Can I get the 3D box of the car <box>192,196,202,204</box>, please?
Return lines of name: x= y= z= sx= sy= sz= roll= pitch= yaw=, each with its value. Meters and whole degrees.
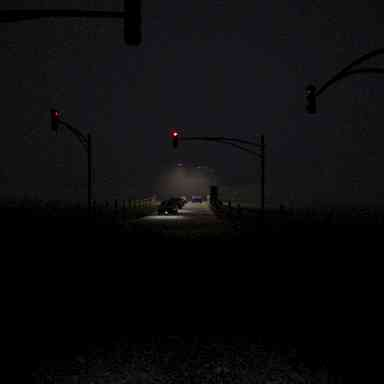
car: x=1.029 y=1.495 z=65.906 sx=1.882 sy=1.535 sz=5.008 roll=0 pitch=0 yaw=1

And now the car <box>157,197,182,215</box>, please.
car: x=-2.402 y=1.553 z=34.169 sx=2.033 sy=1.411 sz=5.357 roll=0 pitch=0 yaw=0

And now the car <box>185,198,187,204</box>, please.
car: x=-2.104 y=1.560 z=53.794 sx=2.033 sy=1.411 sz=5.357 roll=0 pitch=0 yaw=1

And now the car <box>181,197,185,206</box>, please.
car: x=-2.251 y=1.514 z=43.946 sx=1.837 sy=1.490 sz=4.892 roll=0 pitch=0 yaw=1

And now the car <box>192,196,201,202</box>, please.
car: x=1.090 y=1.617 z=75.940 sx=1.895 sy=1.301 sz=4.718 roll=0 pitch=0 yaw=1

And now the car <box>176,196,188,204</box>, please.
car: x=-1.903 y=1.581 z=63.799 sx=1.994 sy=1.385 sz=4.181 roll=0 pitch=0 yaw=2
